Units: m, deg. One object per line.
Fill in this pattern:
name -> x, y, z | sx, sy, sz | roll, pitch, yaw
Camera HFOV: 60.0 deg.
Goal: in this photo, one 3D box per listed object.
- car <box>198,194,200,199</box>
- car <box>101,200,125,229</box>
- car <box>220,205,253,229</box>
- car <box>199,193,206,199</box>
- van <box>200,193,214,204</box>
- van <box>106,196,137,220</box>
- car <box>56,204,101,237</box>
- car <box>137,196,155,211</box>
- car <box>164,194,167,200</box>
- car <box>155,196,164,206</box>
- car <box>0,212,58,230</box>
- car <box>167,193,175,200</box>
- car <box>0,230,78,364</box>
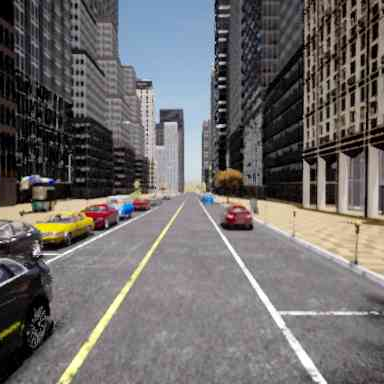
car -> 2.678, 1.120, 65.457 | 1.967, 1.590, 4.097 | -1, 0, 0
car -> -5.701, 1.435, 20.458 | 1.887, 1.381, 4.507 | -1, 0, 0
car -> 2.680, 1.472, 20.459 | 1.802, 1.307, 4.206 | -1, 0, 0
car -> 2.680, 1.114, 88.128 | 1.752, 1.417, 4.829 | -1, 0, 0
van -> 2.676, 1.070, 54.208 | 1.690, 1.788, 3.998 | -1, 0, 0
van -> -5.704, 1.203, 26.081 | 1.690, 1.788, 3.998 | -1, 0, 0
car -> -5.701, 1.445, 14.663 | 1.752, 1.417, 4.829 | -1, 0, 0
car -> -5.700, 1.351, 37.332 | 1.887, 1.381, 4.507 | -1, 0, 0
car -> -5.700, 1.279, 54.208 | 2.008, 1.369, 4.403 | -1, 0, 0
car -> -5.700, 1.304, 48.583 | 2.008, 1.369, 4.403 | -1, 0, 0
car -> -5.701, 1.499, 9.208 | 2.008, 1.369, 4.403 | -1, 0, 0
car -> -5.700, 1.184, 76.707 | 2.008, 1.369, 4.403 | -1, 0, 0
car -> -3.083, 1.472, 3.286 | 2.128, 1.511, 4.902 | 0, 0, 0
